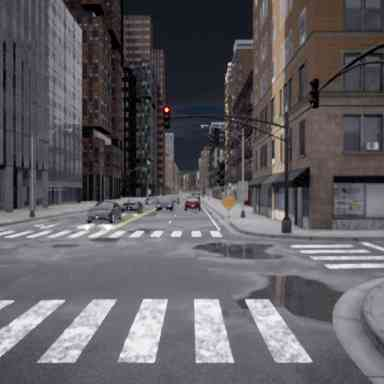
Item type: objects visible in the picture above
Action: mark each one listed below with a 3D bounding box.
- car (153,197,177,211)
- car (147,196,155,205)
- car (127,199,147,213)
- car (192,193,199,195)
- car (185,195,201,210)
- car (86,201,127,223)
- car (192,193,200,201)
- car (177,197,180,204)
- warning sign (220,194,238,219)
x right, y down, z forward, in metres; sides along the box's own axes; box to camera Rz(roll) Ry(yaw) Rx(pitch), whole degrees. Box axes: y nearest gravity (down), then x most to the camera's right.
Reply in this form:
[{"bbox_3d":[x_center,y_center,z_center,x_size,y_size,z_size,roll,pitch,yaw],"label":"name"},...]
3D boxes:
[{"bbox_3d":[-3.150,1.595,39.915,1.895,1.301,4.718,0,0,0],"label":"car"},{"bbox_3d":[-6.549,1.488,54.706,2.128,1.511,4.902,0,0,1],"label":"car"},{"bbox_3d":[-6.598,1.558,36.844,1.994,1.385,4.181,0,0,0],"label":"car"},{"bbox_3d":[0.086,1.502,63.298,1.837,1.490,4.892,0,-1,0],"label":"car"},{"bbox_3d":[0.100,1.472,41.843,1.882,1.535,5.008,0,0,0],"label":"car"},{"bbox_3d":[-6.599,1.499,25.508,1.837,1.490,4.892,0,0,0],"label":"car"},{"bbox_3d":[0.974,1.238,85.739,2.150,2.045,5.566,0,0,0],"label":"car"},{"bbox_3d":[-3.169,1.546,61.516,2.033,1.411,5.357,0,0,0],"label":"car"},{"bbox_3d":[2.853,1.109,25.704,1.300,1.860,1.060,0,0,0],"label":"warning sign"}]
